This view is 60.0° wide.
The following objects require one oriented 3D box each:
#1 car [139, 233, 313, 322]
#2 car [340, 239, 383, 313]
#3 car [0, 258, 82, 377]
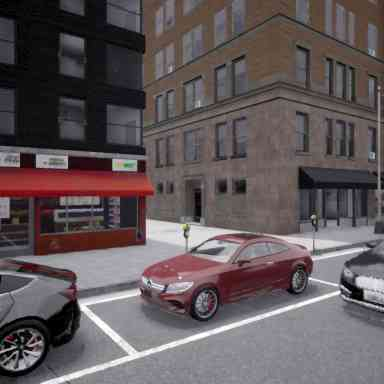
[{"bbox_3d":[0.915,1.582,7.183,4.206,1.307,1.802,0,0,-35],"label":"car"},{"bbox_3d":[5.052,1.492,6.972,4.902,1.511,2.128,0,0,-35],"label":"car"},{"bbox_3d":[-3.566,1.566,3.991,4.313,1.339,1.947,0,0,-35],"label":"car"}]
